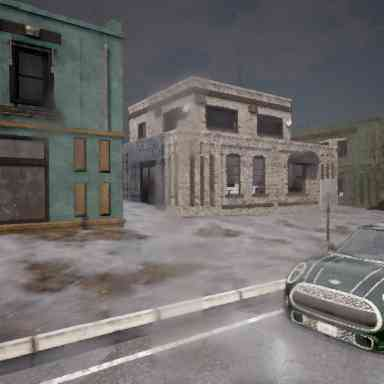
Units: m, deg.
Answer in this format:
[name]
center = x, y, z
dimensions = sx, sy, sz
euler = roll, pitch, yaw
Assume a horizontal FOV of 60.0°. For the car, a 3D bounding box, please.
[car]
center = 3.757, 1.377, 6.051
dimensions = 4.553, 1.767, 2.097
euler = 1, 0, -35
